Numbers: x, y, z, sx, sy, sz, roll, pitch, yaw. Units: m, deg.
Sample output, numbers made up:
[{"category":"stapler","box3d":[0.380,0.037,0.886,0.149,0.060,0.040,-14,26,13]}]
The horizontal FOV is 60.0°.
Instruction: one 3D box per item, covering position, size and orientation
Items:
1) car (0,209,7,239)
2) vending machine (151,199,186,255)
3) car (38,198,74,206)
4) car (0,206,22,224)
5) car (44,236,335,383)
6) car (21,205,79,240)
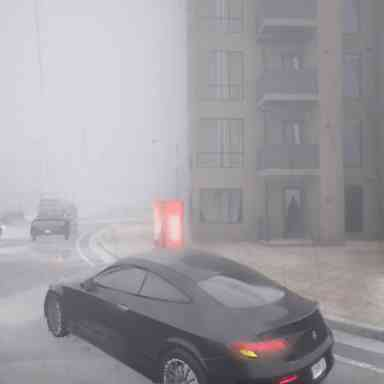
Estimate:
[{"category":"car","box3d":[-10.402,1.751,15.605,1.812,1.442,4.674,0,0,-16]},{"category":"vending machine","box3d":[-0.920,1.323,13.094,1.100,2.100,0.880,0,-1,-28]},{"category":"car","box3d":[-12.256,1.597,30.385,2.150,2.045,5.566,0,-1,-4]},{"category":"car","box3d":[-15.790,1.910,28.190,1.812,1.442,4.674,0,-1,-3]},{"category":"car","box3d":[-0.430,1.573,4.837,4.674,1.442,1.812,-1,-1,43]},{"category":"car","box3d":[-7.539,1.722,18.554,2.128,1.511,4.902,0,0,-12]}]
